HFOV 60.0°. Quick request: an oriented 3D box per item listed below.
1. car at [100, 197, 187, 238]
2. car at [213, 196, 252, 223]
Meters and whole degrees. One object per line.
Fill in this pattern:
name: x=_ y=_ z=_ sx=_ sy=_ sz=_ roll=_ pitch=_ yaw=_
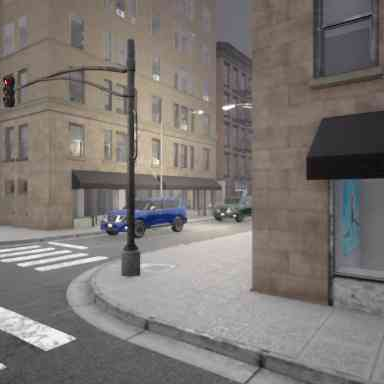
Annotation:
car: x=-2.494 y=1.328 z=18.846 sx=2.150 sy=2.045 sz=5.566 roll=0 pitch=0 yaw=35
car: x=3.971 y=1.393 z=27.956 sx=2.150 sy=2.045 sz=5.566 roll=0 pitch=0 yaw=35
